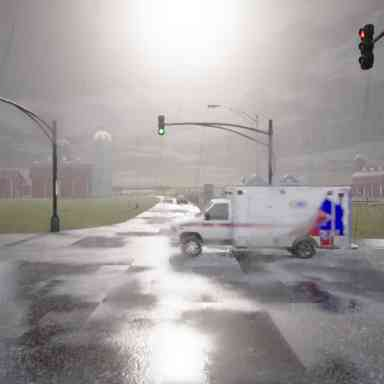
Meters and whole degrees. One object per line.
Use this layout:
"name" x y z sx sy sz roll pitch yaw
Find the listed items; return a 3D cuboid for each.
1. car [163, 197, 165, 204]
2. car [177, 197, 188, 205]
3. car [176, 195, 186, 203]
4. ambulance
"car" -4.790 1.556 65.757 1.812 1.442 4.674 0 0 -3
"car" -1.797 1.622 61.760 1.895 1.301 4.718 0 0 -3
"car" -2.423 1.447 71.743 1.837 1.490 4.892 0 0 -4
"ambulance" 2.387 1.033 12.150 6.366 2.431 2.351 0 0 0
